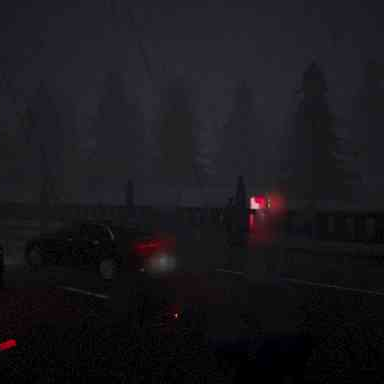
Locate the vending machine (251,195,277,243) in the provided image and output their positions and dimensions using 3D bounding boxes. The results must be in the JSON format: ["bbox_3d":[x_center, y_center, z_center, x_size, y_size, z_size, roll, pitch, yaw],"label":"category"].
[{"bbox_3d":[3.308,1.195,15.253,0.880,2.100,1.100,0,0,32],"label":"vending machine"}]

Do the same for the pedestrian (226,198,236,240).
[{"bbox_3d":[1.727,1.141,14.513,0.375,1.860,0.375,0,0,31],"label":"pedestrian"}]

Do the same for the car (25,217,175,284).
[{"bbox_3d":[-2.786,1.505,9.629,4.892,1.490,1.837,0,0,31],"label":"car"}]

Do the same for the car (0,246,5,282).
[{"bbox_3d":[-6.503,1.477,7.774,5.008,1.535,1.882,0,0,30],"label":"car"}]
